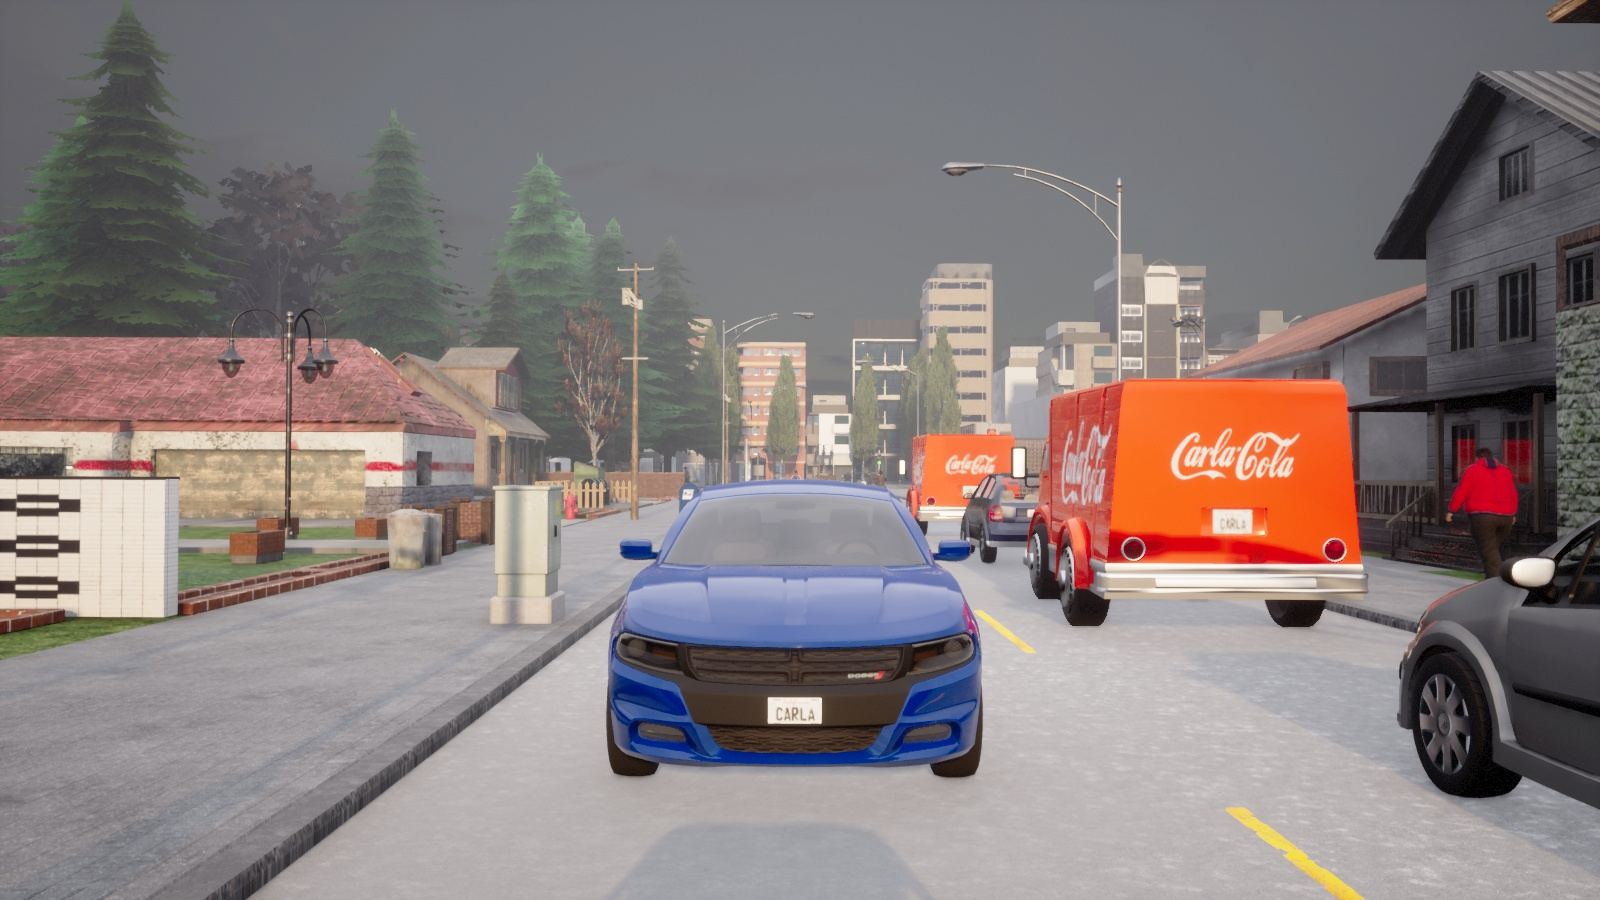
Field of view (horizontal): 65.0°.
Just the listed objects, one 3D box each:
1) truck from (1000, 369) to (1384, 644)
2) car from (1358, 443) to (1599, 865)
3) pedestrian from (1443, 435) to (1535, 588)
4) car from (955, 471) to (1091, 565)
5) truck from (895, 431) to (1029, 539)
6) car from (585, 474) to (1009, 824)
[{"bbox_3d":[3.953,0.548,13.943,2.627,2.467,5.204,0,-1,0],"label":"truck"},{"bbox_3d":[3.986,0.778,4.860,1.851,1.617,3.988,0,-1,0],"label":"car"},{"bbox_3d":[8.590,0.753,15.694,0.634,1.844,0.899,0,-1,0],"label":"pedestrian"},{"bbox_3d":[3.938,1.158,22.732,1.789,1.549,3.705,0,-1,0],"label":"car"},{"bbox_3d":[3.919,0.840,31.491,2.627,2.467,5.204,0,-1,-1],"label":"truck"},{"bbox_3d":[-0.024,0.928,8.083,1.882,1.535,5.008,0,-1,0],"label":"car"}]
